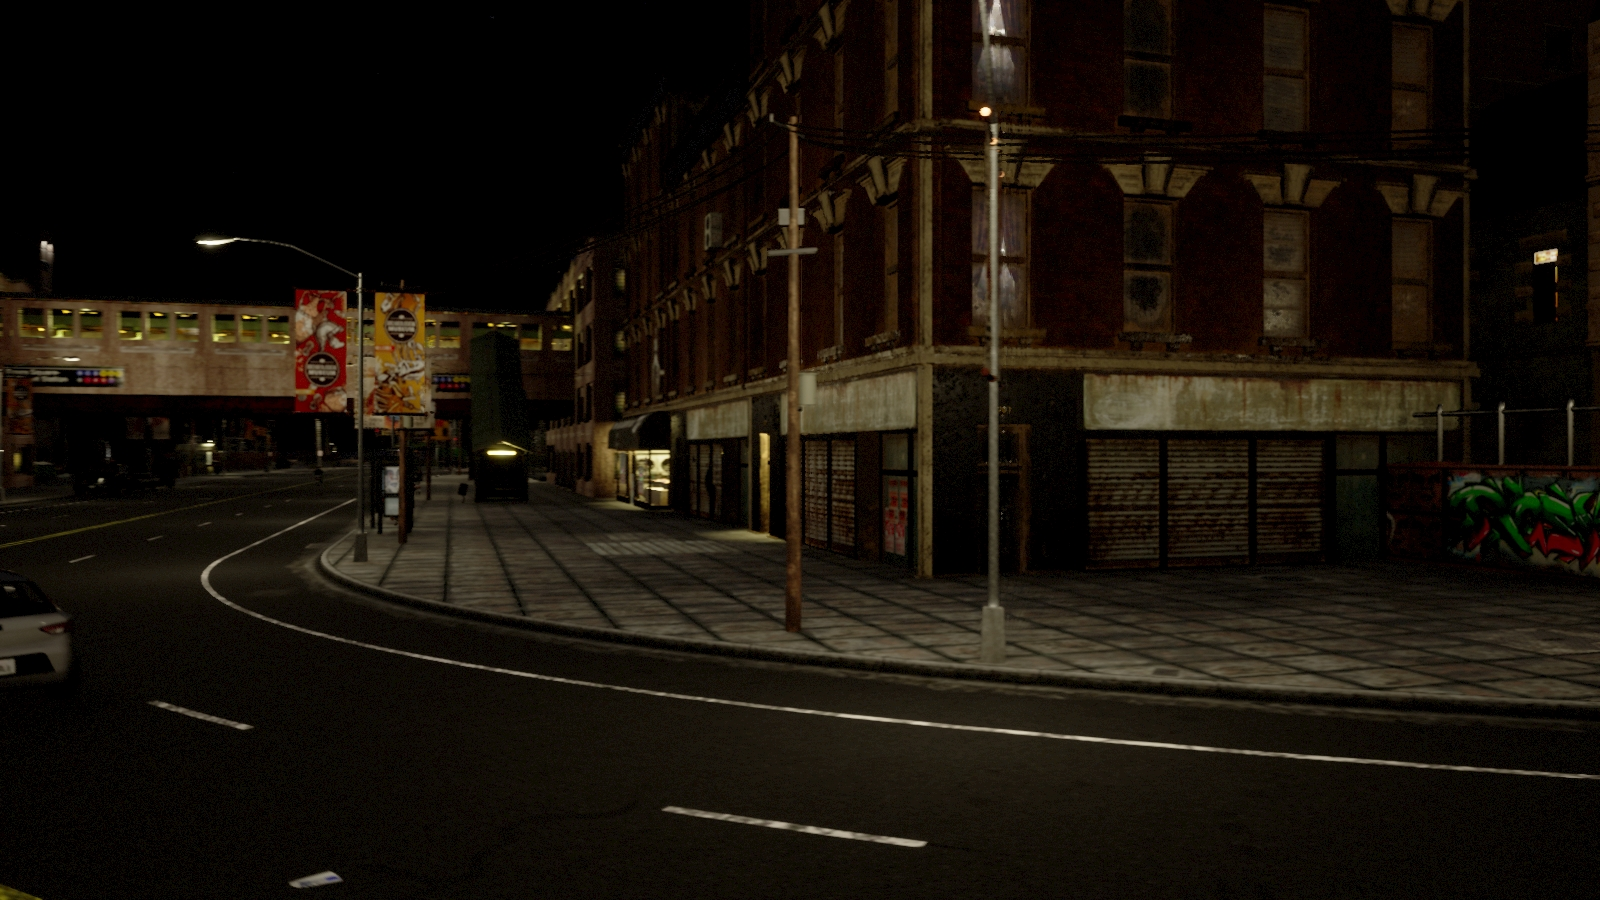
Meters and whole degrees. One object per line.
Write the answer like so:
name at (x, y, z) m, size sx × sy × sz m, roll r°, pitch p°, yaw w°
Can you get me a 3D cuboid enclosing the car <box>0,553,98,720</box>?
car at (-9.941, 2.077, 13.272) m, size 4.193 × 1.474 × 1.816 m, roll 0°, pitch 0°, yaw 40°
